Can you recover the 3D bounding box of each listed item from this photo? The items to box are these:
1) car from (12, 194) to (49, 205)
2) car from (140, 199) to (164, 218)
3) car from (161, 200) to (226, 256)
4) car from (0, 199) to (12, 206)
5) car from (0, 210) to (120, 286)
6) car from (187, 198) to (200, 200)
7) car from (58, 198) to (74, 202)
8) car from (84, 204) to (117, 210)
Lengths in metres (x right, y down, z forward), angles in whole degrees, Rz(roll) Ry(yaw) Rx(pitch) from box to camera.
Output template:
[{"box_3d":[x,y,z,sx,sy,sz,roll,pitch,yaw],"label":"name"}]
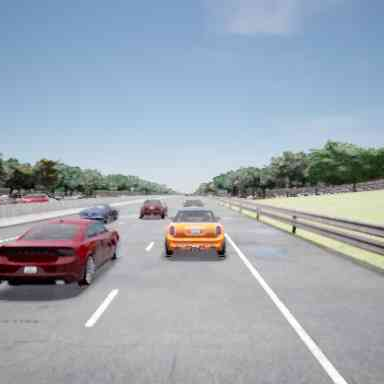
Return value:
[{"box_3d":[-21.032,1.275,44.138,2.150,2.045,5.566,0,0,0],"label":"car"},{"box_3d":[-3.366,1.383,30.125,2.097,1.767,4.553,0,0,0],"label":"car"},{"box_3d":[0.115,1.366,13.309,2.097,1.767,4.553,0,0,0],"label":"car"},{"box_3d":[-24.525,1.619,44.898,1.994,1.385,4.181,0,0,0],"label":"car"},{"box_3d":[-3.390,1.487,9.459,1.882,1.535,5.008,0,0,0],"label":"car"},{"box_3d":[0.135,1.383,30.121,2.097,1.767,4.553,0,0,0],"label":"car"},{"box_3d":[-17.519,1.584,46.464,1.812,1.442,4.674,0,0,0],"label":"car"},{"box_3d":[-6.872,1.573,24.969,2.033,1.411,5.357,0,0,0],"label":"car"}]
